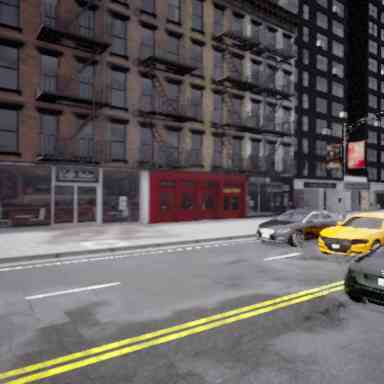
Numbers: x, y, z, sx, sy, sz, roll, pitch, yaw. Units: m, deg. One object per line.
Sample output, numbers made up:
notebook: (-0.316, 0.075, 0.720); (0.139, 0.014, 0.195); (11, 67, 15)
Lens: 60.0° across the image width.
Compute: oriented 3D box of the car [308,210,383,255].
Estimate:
car: (6.828, 1.550, 12.547); (5.008, 1.535, 1.882); (0, 0, -35)

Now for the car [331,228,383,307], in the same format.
car: (5.130, 1.611, 7.099); (4.181, 1.385, 1.994); (0, 0, -35)

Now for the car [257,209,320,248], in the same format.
car: (5.074, 1.564, 15.287); (4.902, 1.511, 2.128); (0, 0, -35)
